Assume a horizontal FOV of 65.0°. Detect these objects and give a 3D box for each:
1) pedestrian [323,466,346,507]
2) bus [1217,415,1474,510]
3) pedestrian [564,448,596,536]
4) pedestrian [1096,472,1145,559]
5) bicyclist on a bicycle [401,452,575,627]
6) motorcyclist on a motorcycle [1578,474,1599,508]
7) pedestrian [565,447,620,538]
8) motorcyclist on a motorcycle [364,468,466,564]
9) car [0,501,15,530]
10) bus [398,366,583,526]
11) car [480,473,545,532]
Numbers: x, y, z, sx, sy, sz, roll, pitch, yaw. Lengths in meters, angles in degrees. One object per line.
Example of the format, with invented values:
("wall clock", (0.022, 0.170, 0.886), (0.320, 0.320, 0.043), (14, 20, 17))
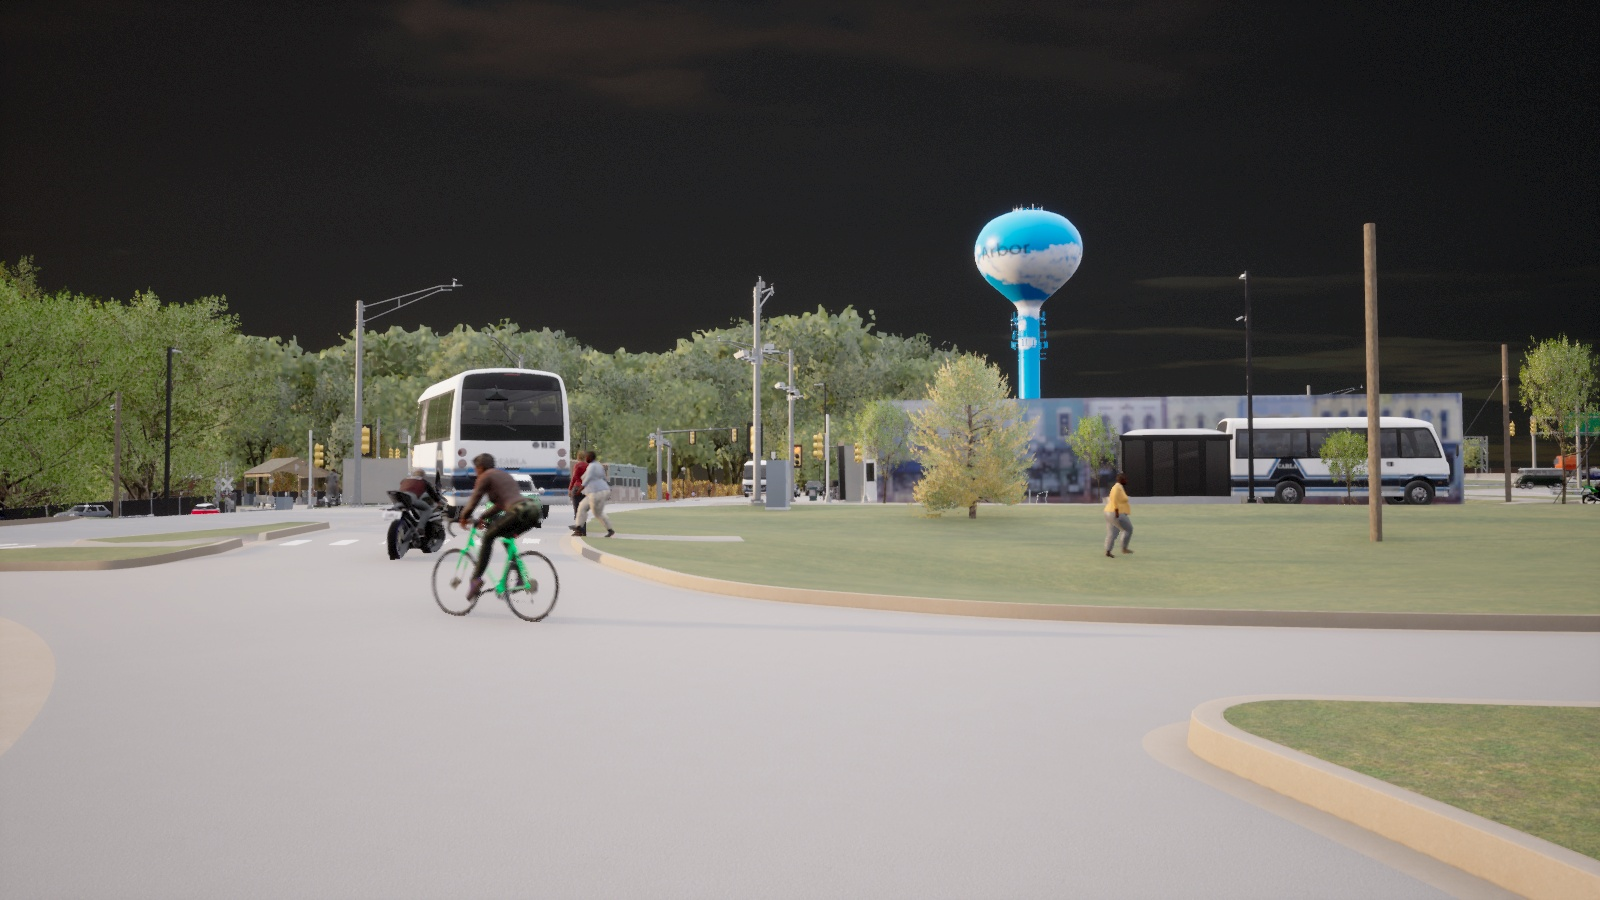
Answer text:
("pedestrian", (-22.043, 1.730, 59.428), (0.659, 1.952, 0.873), (0, -3, 7))
("bus", (25.262, 0.648, 58.802), (10.273, 4.253, 3.944), (0, -3, 8))
("pedestrian", (-4.633, 0.887, 26.489), (0.636, 1.846, 0.331), (-2, -3, 42))
("pedestrian", (6.979, 1.426, 27.365), (0.900, 1.855, 0.874), (0, -3, 6))
("bicyclist on a bicycle", (-3.065, 0.849, 12.290), (1.656, 1.620, 0.582), (-1, -3, 29))
("motorcyclist on a motorcycle", (36.388, 1.853, 56.623), (2.044, 1.523, 0.797), (-2, -3, 21))
("pedestrian", (-4.316, 0.889, 26.200), (0.900, 1.855, 0.874), (0, -3, 8))
("motorcyclist on a motorcycle", (-6.577, 1.095, 21.612), (0.866, 1.530, 2.191), (2, -1, 5))
("car", (-52.331, 4.214, 79.895), (1.905, 1.878, 3.866), (-1, -1, 14))
("bus", (-9.864, -0.054, 38.899), (3.944, 4.253, 10.273), (0, -1, -23))
("car", (-6.970, 1.247, 30.585), (1.481, 1.376, 2.207), (0, -1, -11))
